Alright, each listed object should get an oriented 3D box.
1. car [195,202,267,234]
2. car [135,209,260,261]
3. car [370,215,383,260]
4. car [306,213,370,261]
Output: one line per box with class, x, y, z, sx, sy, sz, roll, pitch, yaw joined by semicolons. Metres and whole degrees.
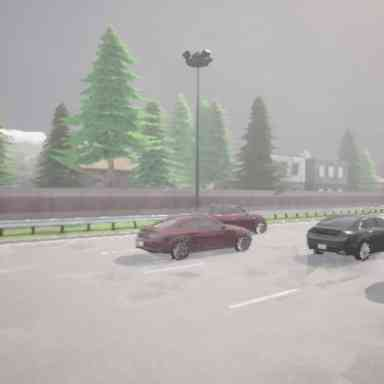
car;1.956;1.420;18.038;4.553;1.767;2.097;0;0;-35
car;0.153;1.567;12.452;4.674;1.442;1.812;0;0;-35
car;7.385;1.287;9.014;5.566;2.045;2.150;0;0;-35
car;6.325;1.577;12.557;4.892;1.490;1.837;0;0;-35
